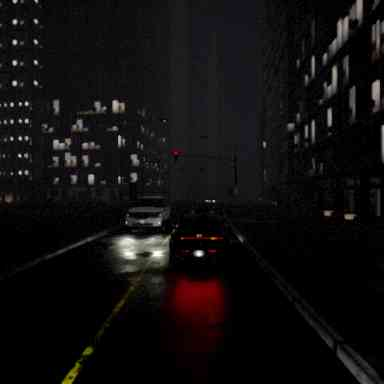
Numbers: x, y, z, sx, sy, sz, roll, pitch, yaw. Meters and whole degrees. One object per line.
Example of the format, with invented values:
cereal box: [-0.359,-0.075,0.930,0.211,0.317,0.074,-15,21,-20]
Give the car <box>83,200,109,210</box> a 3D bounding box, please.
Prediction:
car: [-14.779,1.911,50.071,4.403,1.369,2.008,-1,0,12]

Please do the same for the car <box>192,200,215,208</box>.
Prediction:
car: [0.888,1.604,26.774,1.994,1.385,4.181,0,0,4]

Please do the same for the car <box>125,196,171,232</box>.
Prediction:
car: [-2.582,1.255,20.825,2.150,2.045,5.566,0,0,3]

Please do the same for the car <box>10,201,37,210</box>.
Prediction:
car: [-25.775,2.123,52.440,4.313,1.339,1.947,-1,0,12]

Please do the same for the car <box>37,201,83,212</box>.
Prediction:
car: [-16.544,1.862,41.879,4.403,1.369,2.008,-1,0,12]

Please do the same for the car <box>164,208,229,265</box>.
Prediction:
car: [0.271,1.524,11.833,1.837,1.490,4.892,0,-1,2]

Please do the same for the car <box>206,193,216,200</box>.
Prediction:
car: [5.223,1.245,89.144,2.150,2.045,5.566,0,0,10]

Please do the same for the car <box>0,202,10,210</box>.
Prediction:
car: [-31.274,2.223,53.624,4.313,1.339,1.947,-1,0,12]
